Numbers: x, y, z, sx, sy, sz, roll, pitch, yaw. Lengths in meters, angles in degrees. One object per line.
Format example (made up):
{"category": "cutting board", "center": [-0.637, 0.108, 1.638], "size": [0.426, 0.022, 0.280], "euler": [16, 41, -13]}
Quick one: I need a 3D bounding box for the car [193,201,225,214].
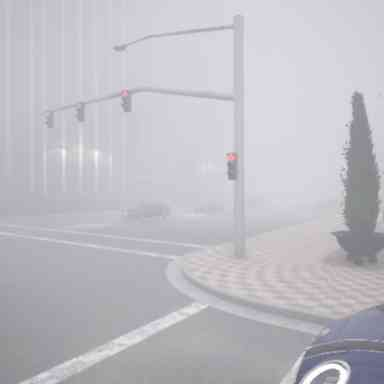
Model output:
{"category": "car", "center": [1.907, 1.645, 36.055], "size": [1.994, 1.385, 4.181], "euler": [0, 0, 35]}

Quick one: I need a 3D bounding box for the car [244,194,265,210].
{"category": "car", "center": [7.997, 1.298, 44.733], "size": [2.150, 2.045, 5.566], "euler": [0, 0, 35]}

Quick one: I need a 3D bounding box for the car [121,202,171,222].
{"category": "car", "center": [-3.797, 1.577, 27.921], "size": [2.128, 1.511, 4.902], "euler": [0, 0, 35]}

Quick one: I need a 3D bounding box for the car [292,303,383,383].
{"category": "car", "center": [2.908, 1.344, 1.917], "size": [4.553, 1.767, 2.097], "euler": [0, 0, 36]}

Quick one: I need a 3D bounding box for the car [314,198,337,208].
{"category": "car", "center": [19.171, 1.638, 48.160], "size": [1.895, 1.301, 4.718], "euler": [0, 0, 35]}

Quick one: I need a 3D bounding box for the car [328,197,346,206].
{"category": "car", "center": [24.114, 1.597, 55.215], "size": [1.994, 1.385, 4.181], "euler": [0, 0, 35]}
